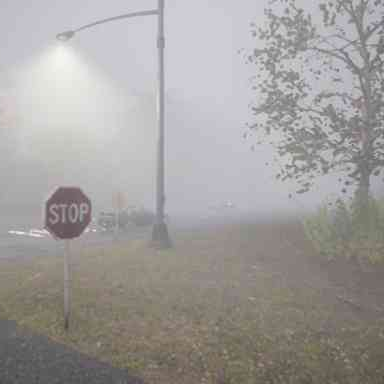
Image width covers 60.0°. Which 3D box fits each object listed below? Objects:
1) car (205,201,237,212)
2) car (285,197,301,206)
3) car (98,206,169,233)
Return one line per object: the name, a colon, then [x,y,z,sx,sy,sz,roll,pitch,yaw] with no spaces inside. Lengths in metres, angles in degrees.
car: [3.846,1.793,42.456,2.033,1.411,5.357,0,0,36]
car: [19.395,1.840,63.888,1.882,1.535,5.008,0,0,36]
car: [-3.425,1.586,20.504,2.128,1.511,4.902,0,0,36]
